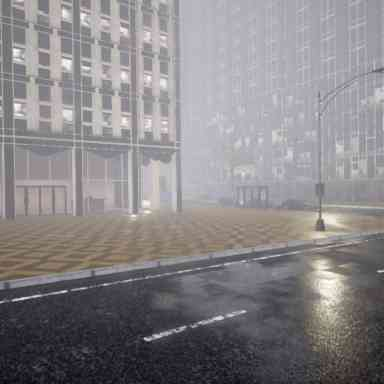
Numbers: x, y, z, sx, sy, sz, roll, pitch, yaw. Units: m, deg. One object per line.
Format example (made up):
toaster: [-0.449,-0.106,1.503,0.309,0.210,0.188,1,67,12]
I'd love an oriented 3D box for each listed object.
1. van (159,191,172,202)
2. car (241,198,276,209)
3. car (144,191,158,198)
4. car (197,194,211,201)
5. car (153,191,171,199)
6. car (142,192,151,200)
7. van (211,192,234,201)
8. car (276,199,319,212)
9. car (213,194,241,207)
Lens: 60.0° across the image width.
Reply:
van: [-4.308,0.935,59.399,1.690,1.788,3.998,0,1,-34]
car: [8.471,1.386,40.602,1.802,1.307,4.206,-1,1,-34]
car: [-10.273,0.683,82.883,1.967,1.590,4.097,0,1,-34]
car: [2.600,1.041,64.145,1.802,1.307,4.206,-1,1,-34]
car: [-7.055,0.612,78.197,2.192,1.841,5.009,0,1,-34]
car: [-10.744,1.037,68.771,2.008,1.369,4.403,0,1,-34]
van: [5.817,0.853,59.457,1.690,1.788,3.998,-1,1,-34]
car: [11.675,1.422,35.905,1.947,1.339,4.313,-1,1,-34]
car: [5.301,1.317,45.319,1.947,1.339,4.313,-1,1,-34]
